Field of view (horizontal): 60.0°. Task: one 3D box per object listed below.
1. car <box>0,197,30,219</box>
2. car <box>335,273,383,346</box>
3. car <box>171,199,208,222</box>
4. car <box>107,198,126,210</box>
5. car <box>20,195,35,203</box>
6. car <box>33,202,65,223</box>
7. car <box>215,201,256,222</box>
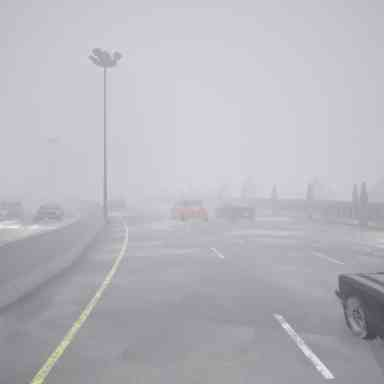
[{"bbox_3d":[-15.553,1.489,28.442,2.128,1.511,4.902,0,0,-19],"label":"car"},{"bbox_3d":[3.472,1.600,3.605,1.895,1.301,4.718,0,0,-3],"label":"car"},{"bbox_3d":[-0.287,1.349,26.770,2.097,1.767,4.553,0,0,-15],"label":"car"},{"bbox_3d":[-9.712,1.487,42.317,2.128,1.511,4.902,0,0,-25],"label":"car"},{"bbox_3d":[-30.828,1.351,61.890,2.097,1.767,4.553,0,0,-42],"label":"car"},{"bbox_3d":[-11.000,1.599,25.770,1.895,1.301,4.718,0,0,-17],"label":"car"},{"bbox_3d":[3.375,1.475,26.790,1.882,1.535,5.008,0,0,-15],"label":"car"}]
